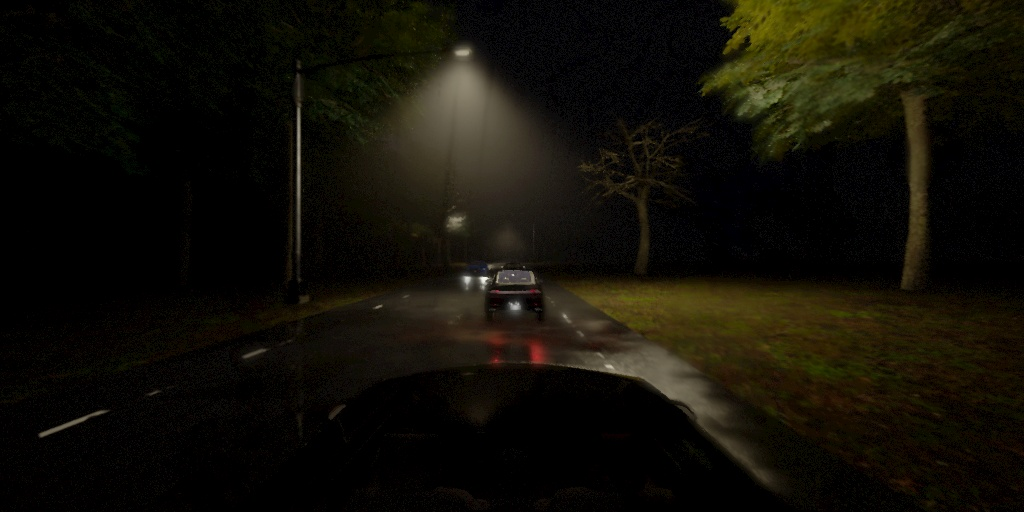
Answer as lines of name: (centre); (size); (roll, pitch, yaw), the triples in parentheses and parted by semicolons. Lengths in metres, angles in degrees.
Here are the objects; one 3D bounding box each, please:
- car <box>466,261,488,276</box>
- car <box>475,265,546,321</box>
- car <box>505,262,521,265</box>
car: (-3.507, 1.230, 36.908); (1.882, 1.535, 5.008); (0, 0, 0)
car: (0.102, 1.245, 12.571); (2.128, 1.511, 4.902); (0, 0, 0)
car: (0.105, 1.259, 30.961); (1.837, 1.490, 4.892); (0, 0, 0)
